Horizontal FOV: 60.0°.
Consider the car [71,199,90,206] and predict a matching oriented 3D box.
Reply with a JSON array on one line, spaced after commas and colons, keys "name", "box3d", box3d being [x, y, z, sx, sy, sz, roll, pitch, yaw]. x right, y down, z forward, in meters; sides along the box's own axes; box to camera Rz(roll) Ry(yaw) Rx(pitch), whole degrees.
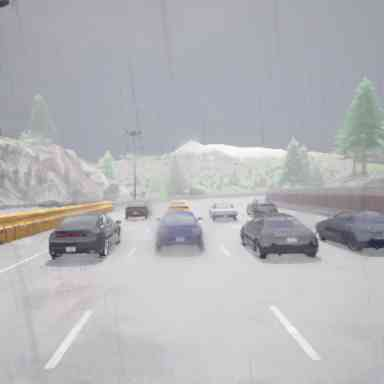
[{"name": "car", "box3d": [-17.120, 1.874, 53.910, 1.895, 1.301, 4.718, -1, 0, 9]}]

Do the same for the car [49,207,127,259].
[{"name": "car", "box3d": [-3.979, 1.569, 13.037, 1.837, 1.490, 4.892, -1, 0, -3]}]

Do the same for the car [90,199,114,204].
[{"name": "car", "box3d": [-13.727, 1.754, 53.015, 2.033, 1.411, 5.357, -1, 0, 8]}]

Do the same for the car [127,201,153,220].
[{"name": "car", "box3d": [-4.604, 1.532, 29.461, 1.882, 1.535, 5.008, -1, 0, 0]}]

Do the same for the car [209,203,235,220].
[{"name": "car", "box3d": [2.424, 1.518, 26.824, 1.895, 1.301, 4.718, -1, 0, -1]}]

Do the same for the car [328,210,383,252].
[{"name": "car", "box3d": [6.523, 1.417, 13.185, 1.994, 1.385, 4.181, -1, 0, -3]}]

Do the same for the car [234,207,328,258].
[{"name": "car", "box3d": [3.055, 1.485, 12.426, 1.994, 1.385, 4.181, -1, 0, -2]}]

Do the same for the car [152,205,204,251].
[{"name": "car", "box3d": [-0.523, 1.518, 14.066, 1.812, 1.442, 4.674, -1, 0, -3]}]

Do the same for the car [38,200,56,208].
[{"name": "car", "box3d": [-23.901, 1.969, 55.749, 1.994, 1.385, 4.181, -1, 0, 9]}]

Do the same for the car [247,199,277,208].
[{"name": "car", "box3d": [5.891, 1.338, 28.440, 2.128, 1.511, 4.902, -1, 0, -1]}]

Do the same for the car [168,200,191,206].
[{"name": "car", "box3d": [-1.108, 1.462, 29.628, 1.882, 1.535, 5.008, -1, 0, 0]}]

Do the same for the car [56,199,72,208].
[{"name": "car", "box3d": [-20.343, 1.860, 55.846, 1.812, 1.442, 4.674, -1, 0, 9]}]
